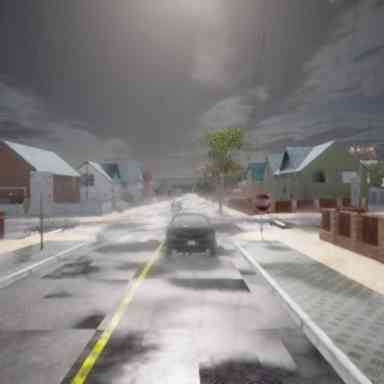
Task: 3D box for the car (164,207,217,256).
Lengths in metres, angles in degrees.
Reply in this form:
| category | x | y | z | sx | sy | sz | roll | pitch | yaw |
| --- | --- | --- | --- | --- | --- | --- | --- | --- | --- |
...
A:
| category | x | y | z | sx | sy | sz | roll | pitch | yaw |
| --- | --- | --- | --- | --- | --- | --- | --- | --- | --- |
| car | -0.132 | 1.607 | 13.754 | 1.882 | 1.535 | 5.008 | 0 | -1 | -3 |

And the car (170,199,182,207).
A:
| category | x | y | z | sx | sy | sz | roll | pitch | yaw |
| --- | --- | --- | --- | --- | --- | --- | --- | --- | --- |
| car | -2.820 | 2.042 | 59.559 | 2.128 | 1.511 | 4.902 | 0 | -1 | 0 |
